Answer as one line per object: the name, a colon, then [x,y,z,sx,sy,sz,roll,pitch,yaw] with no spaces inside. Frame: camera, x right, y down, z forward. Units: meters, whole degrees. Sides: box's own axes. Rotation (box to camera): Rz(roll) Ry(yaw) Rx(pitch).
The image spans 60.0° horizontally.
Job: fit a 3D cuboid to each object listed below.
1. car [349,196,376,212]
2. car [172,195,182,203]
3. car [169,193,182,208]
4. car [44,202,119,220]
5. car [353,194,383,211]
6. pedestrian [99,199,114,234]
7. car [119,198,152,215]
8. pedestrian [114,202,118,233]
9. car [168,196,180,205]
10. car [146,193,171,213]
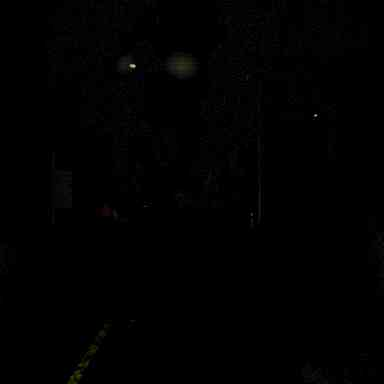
car: [18.488,1.248,33.637,5.008,1.535,1.882,-1,-1,-1]
car: [-3.102,1.404,69.385,1.882,1.535,5.008,0,0,-1]
car: [-3.168,1.180,46.857,2.150,2.045,5.566,0,0,3]
car: [-8.819,1.462,26.021,5.357,1.411,2.033,-1,-1,9]
car: [20.709,1.164,36.930,4.553,1.767,2.097,-1,-1,-1]
pedestrian: [-4.543,1.289,17.599,0.375,1.860,0.375,1,-1,0]
car: [-6.681,1.571,33.148,4.674,1.442,1.812,-1,0,-1]
pedestrian: [-4.352,1.288,18.343,0.375,1.860,0.375,1,-1,0]
car: [-3.082,1.419,58.869,1.882,1.535,5.008,0,0,0]
car: [-4.930,1.358,36.426,4.553,1.767,2.097,-1,0,-1]
